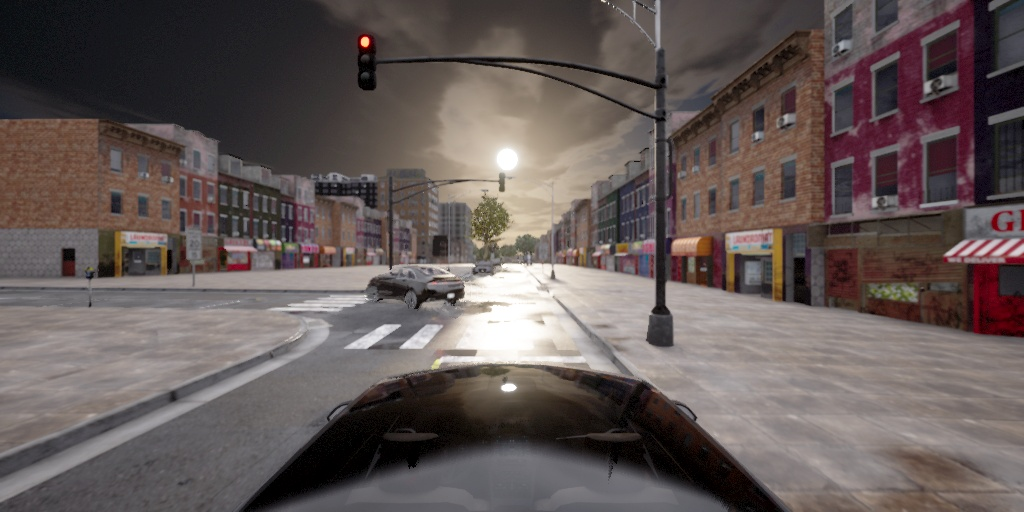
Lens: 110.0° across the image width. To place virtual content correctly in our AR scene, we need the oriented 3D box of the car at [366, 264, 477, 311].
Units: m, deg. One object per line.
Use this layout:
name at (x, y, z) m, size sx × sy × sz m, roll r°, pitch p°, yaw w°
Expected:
car at (-3.874, 1.132, 13.957) m, size 4.902 × 1.511 × 2.128 m, roll 0°, pitch 0°, yaw 43°

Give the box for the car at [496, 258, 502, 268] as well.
car at (-2.622, 1.147, 59.392) m, size 1.837 × 1.490 × 4.892 m, roll 0°, pitch -1°, yaw 1°

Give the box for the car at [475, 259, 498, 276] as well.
car at (-2.754, 1.189, 35.501) m, size 1.994 × 1.385 × 4.181 m, roll 0°, pitch 0°, yaw 0°
